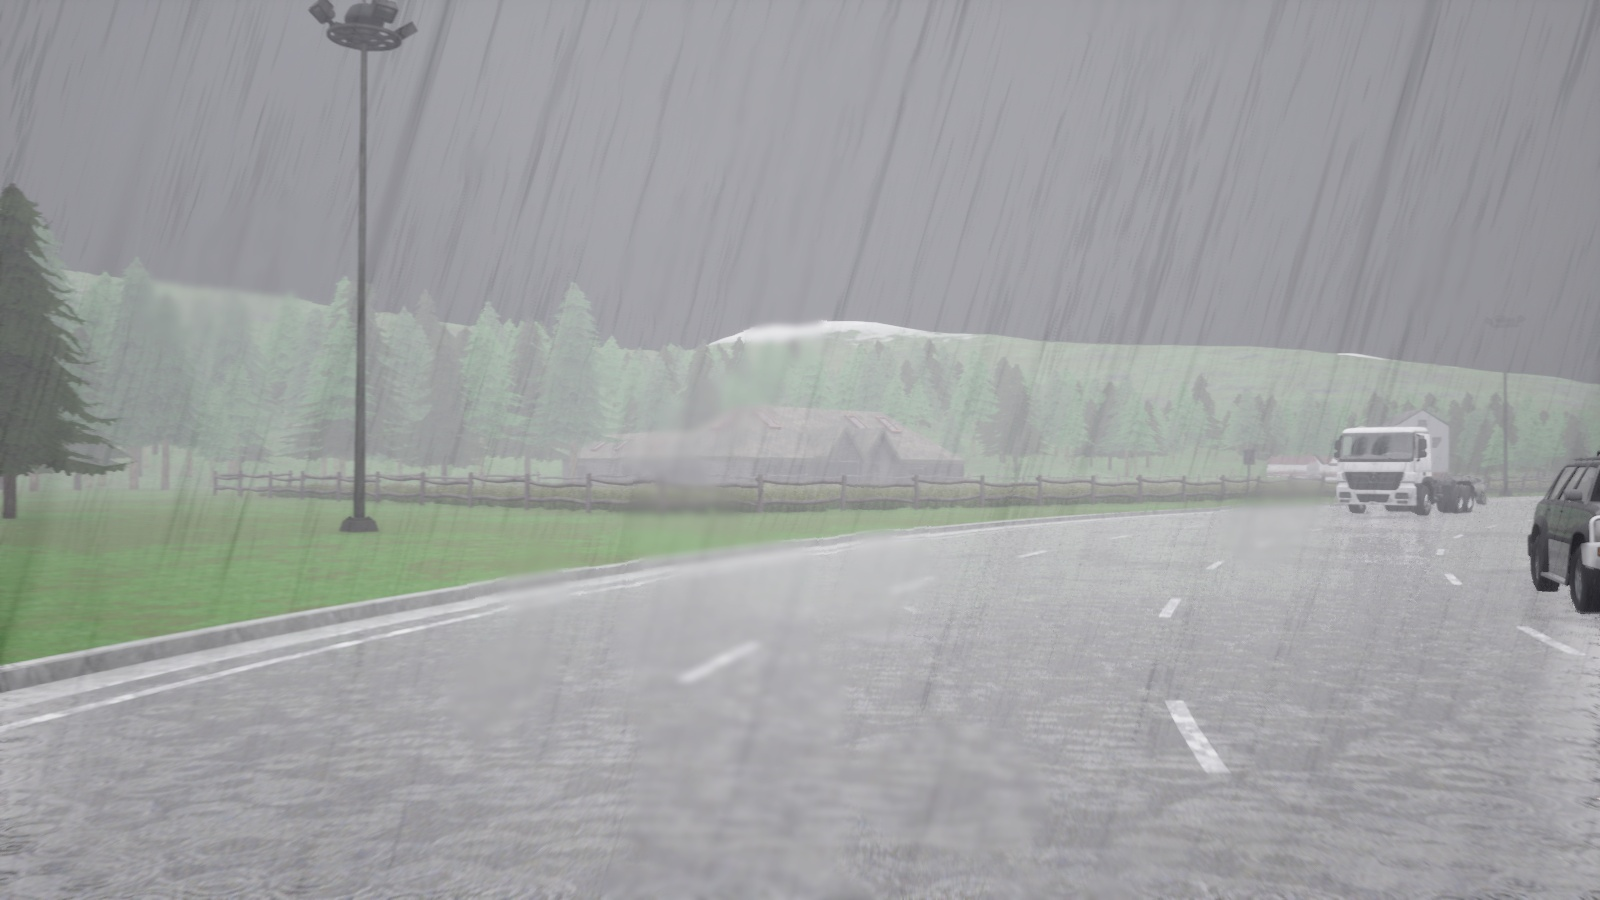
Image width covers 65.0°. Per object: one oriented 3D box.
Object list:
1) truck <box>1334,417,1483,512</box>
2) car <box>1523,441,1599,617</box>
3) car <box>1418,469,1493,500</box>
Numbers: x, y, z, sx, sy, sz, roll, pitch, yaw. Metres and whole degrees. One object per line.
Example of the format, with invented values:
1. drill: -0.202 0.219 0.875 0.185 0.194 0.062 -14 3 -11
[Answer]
1. truck: 24.255 0.589 49.837 2.891 3.462 7.936 -1 -1 44
2. car: 10.125 0.850 15.034 1.932 1.855 4.605 -1 -1 22
3. car: 33.041 1.714 63.280 4.514 1.525 2.007 1 -1 -44
